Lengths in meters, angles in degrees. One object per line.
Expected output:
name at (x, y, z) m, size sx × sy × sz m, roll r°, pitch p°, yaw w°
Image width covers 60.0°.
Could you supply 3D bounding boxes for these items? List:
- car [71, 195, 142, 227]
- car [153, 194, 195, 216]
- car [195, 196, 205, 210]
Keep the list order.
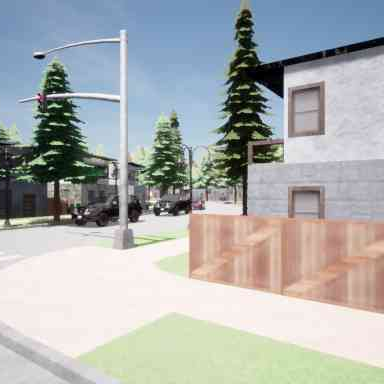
car at (-5.715, 1.202, 23.130) m, size 2.150 × 2.045 × 5.566 m, roll 0°, pitch 0°, yaw 27°
car at (-1.830, 1.202, 32.509) m, size 2.150 × 2.045 × 5.566 m, roll 0°, pitch 0°, yaw 18°
car at (0.419, 1.333, 42.111) m, size 2.097 × 1.767 × 4.553 m, roll 0°, pitch 0°, yaw 9°
